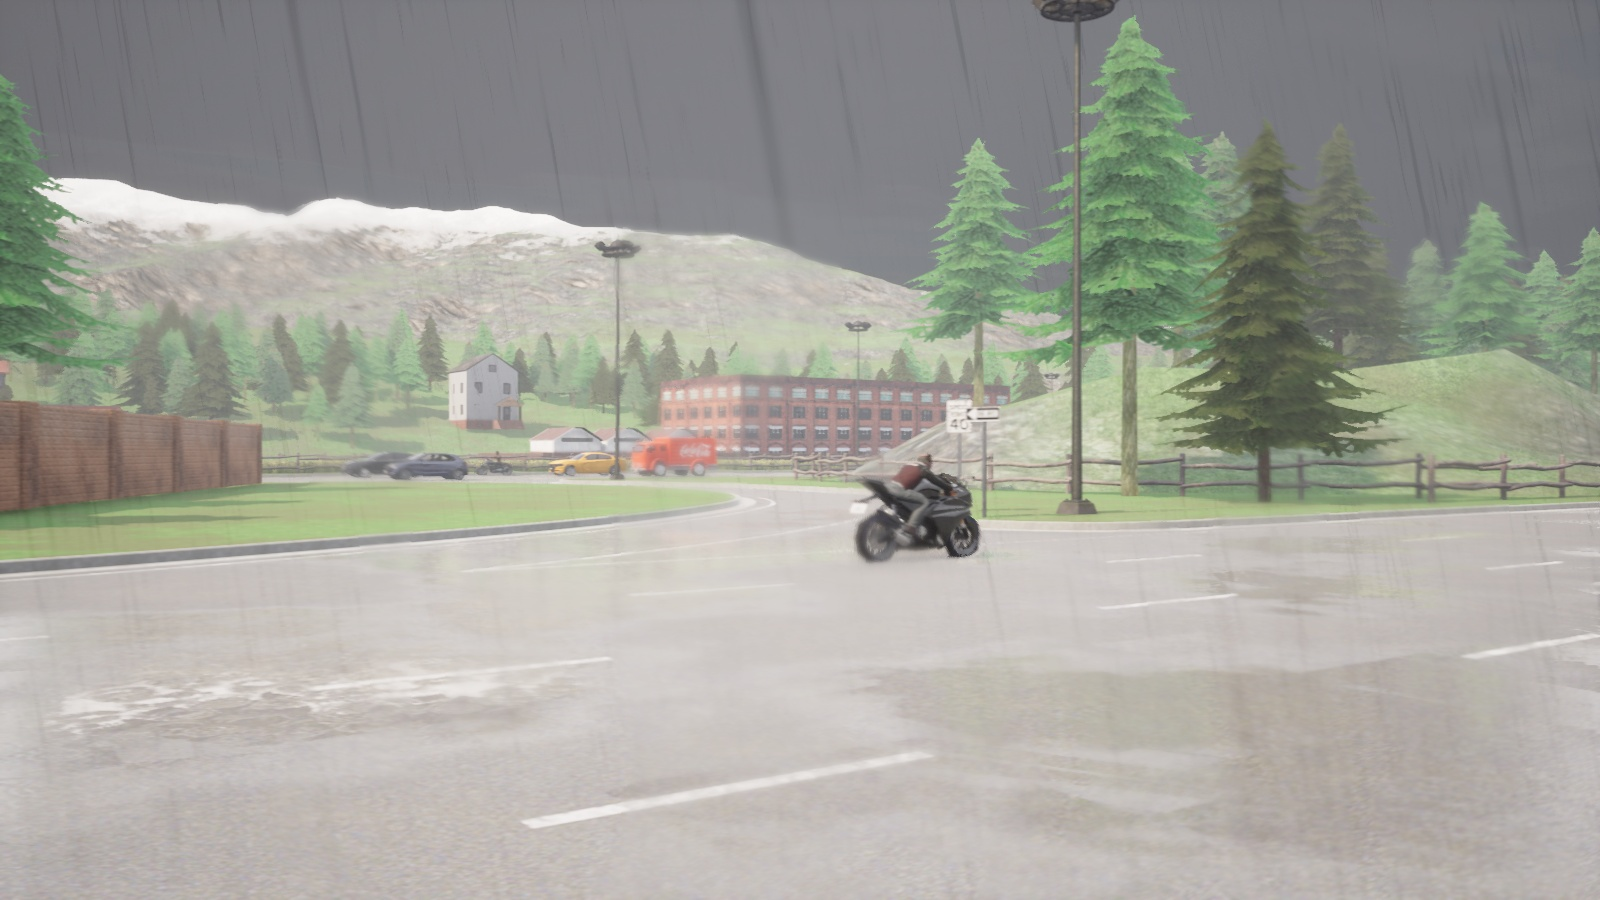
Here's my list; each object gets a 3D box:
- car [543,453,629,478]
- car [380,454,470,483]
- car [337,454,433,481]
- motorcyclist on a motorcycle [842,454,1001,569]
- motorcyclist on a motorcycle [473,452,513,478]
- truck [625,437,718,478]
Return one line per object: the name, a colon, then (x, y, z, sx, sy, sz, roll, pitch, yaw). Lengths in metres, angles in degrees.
car: (-13.433, 0.945, 79.115, 5.008, 1.535, 1.882, 0, 0, -35)
car: (-19.776, 0.963, 66.212, 4.193, 1.474, 1.816, 0, 0, -35)
car: (-23.744, 0.976, 71.978, 4.892, 1.490, 1.837, 0, 0, -35)
motorcyclist on a motorcycle: (1.725, 0.819, 17.652, 2.191, 1.530, 0.866, 0, 0, -35)
motorcyclist on a motorcycle: (-19.379, 0.930, 79.257, 2.350, 1.649, 0.766, 0, 0, -35)
truck: (-8.022, 0.468, 78.606, 5.204, 2.467, 2.627, 0, 0, -35)
